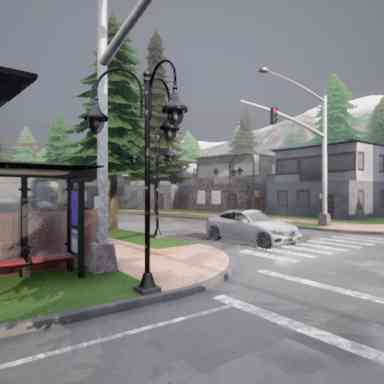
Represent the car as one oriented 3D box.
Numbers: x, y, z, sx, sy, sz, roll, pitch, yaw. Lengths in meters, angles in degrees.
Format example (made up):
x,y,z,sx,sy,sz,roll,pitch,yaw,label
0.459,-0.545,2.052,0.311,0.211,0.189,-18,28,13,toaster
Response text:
x,y,z,sx,sy,sz,roll,pitch,yaw,label
2.502,1.503,14.636,1.812,1.442,4.674,0,0,-38,car
